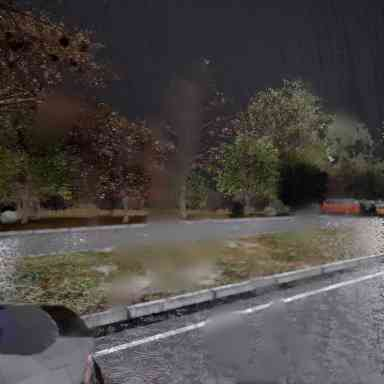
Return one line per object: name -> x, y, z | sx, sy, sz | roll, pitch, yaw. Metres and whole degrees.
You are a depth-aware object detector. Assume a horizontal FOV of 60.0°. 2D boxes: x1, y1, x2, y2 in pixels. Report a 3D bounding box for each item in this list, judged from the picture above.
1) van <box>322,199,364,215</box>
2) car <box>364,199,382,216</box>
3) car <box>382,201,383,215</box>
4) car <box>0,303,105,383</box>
van -> 18.615, 1.875, 41.829 | 1.878, 1.987, 4.442 | 2, -1, -36
car -> 21.019, 1.950, 43.437 | 2.435, 2.045, 5.566 | 2, -1, -36
car -> 23.385, 2.304, 44.868 | 1.946, 1.575, 5.366 | 3, -2, -36
car -> -2.897, 1.487, 1.612 | 4.902, 1.511, 2.128 | 0, 0, -36
